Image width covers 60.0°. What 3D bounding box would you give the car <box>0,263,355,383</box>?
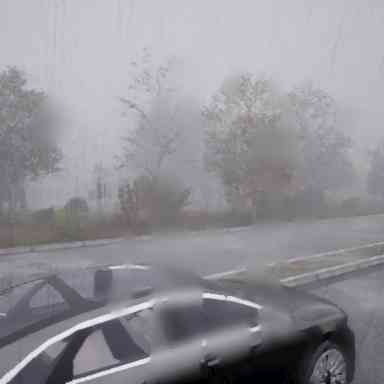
[{"bbox_3d":[-0.365,1.484,3.178,4.902,1.511,2.128,0,0,-35],"label":"car"}]
